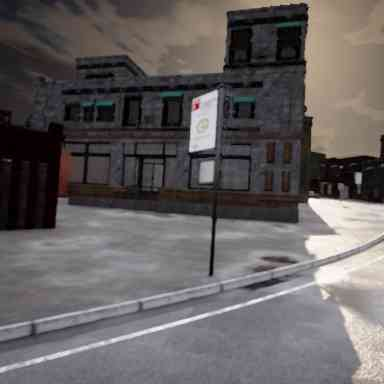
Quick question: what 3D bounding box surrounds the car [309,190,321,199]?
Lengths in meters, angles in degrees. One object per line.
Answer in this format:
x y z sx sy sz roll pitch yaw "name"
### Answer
20.095 0.381 57.781 2.033 1.411 5.357 4 2 -15 "car"
